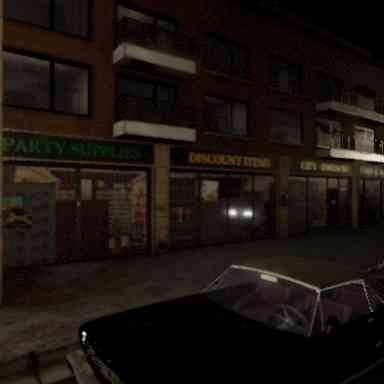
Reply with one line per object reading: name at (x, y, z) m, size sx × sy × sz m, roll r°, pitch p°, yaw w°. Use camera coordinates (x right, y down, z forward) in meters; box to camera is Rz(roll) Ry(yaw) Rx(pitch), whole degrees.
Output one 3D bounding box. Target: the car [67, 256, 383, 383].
car at (1.044, 1.597, 4.125) m, size 4.718 × 1.301 × 1.895 m, roll 0°, pitch 0°, yaw -36°
